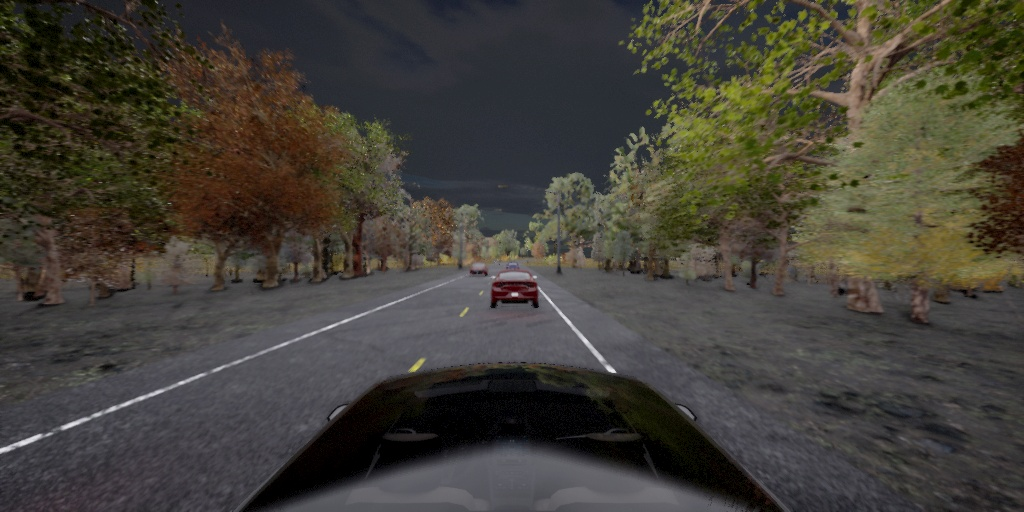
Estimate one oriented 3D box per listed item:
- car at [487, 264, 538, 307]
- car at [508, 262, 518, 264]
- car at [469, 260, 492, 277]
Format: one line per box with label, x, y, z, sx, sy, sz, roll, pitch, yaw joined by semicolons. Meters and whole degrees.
car;0.106;1.305;15.957;1.882;1.535;5.008;0;0;0
car;0.115;1.534;48.955;1.812;1.442;4.674;0;0;0
car;-3.571;1.434;39.468;1.882;1.535;5.008;0;0;0
